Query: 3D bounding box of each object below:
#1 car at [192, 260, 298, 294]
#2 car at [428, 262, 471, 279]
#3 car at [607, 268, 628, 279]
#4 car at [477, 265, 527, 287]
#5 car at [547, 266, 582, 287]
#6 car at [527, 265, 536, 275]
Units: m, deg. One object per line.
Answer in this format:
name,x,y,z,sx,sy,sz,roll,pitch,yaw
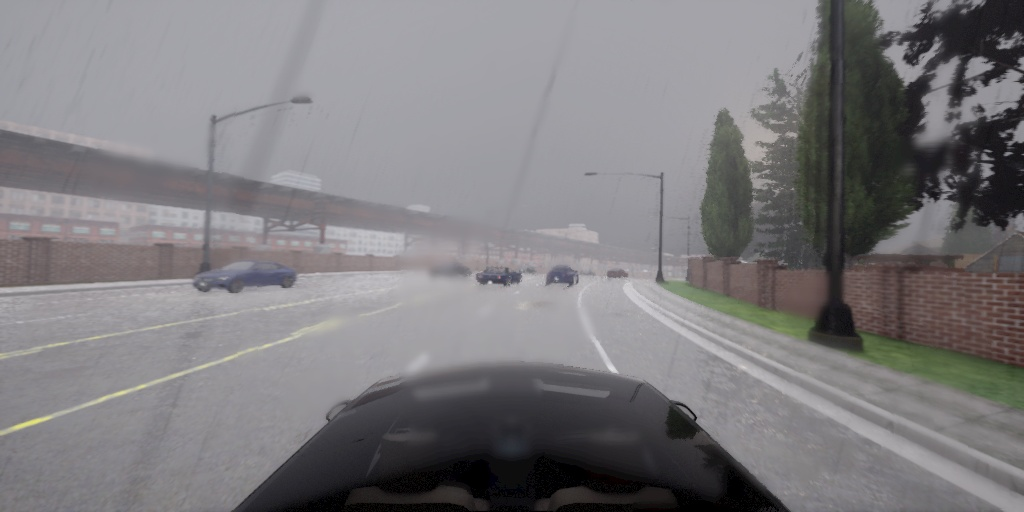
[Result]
car,-12.622,0.940,17.393,1.812,1.442,4.674,2,0,10
car,-5.449,1.276,32.306,2.033,1.411,5.357,1,-1,18
car,15.597,2.604,52.684,1.882,1.535,5.008,-1,-4,35
car,-0.721,1.402,24.975,1.895,1.301,4.718,1,0,17
car,3.815,1.462,26.646,1.812,1.442,4.674,1,0,18
car,2.114,2.220,57.061,1.837,1.490,4.892,1,-3,31
